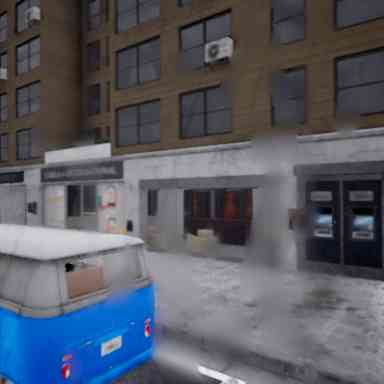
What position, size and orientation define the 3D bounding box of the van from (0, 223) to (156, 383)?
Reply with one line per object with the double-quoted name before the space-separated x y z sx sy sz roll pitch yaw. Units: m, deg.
"van" -2.350 1.386 4.553 3.998 1.788 1.690 -1 0 36
